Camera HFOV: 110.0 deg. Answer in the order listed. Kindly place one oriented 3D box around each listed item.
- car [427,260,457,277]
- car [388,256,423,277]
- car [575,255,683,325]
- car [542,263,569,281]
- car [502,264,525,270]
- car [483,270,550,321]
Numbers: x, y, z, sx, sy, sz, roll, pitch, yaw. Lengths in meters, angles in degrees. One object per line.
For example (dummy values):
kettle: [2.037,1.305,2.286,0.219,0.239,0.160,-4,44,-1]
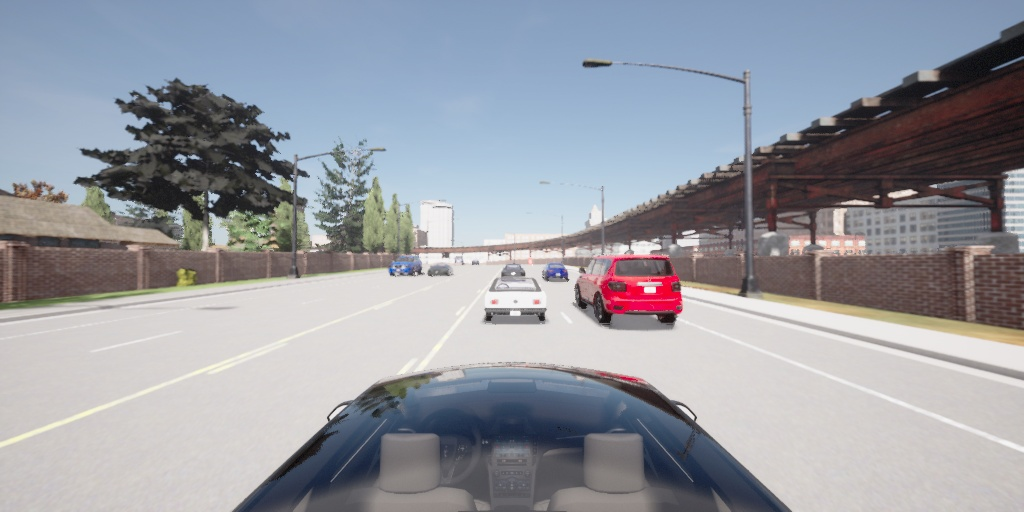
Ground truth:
car: [-7.084,1.330,35.730,1.994,1.385,4.181,0,0,0]
car: [-10.588,0.987,36.140,2.150,2.045,5.566,0,0,0]
car: [3.603,0.976,12.037,2.150,2.045,5.566,0,0,0]
car: [3.607,1.289,30.301,1.812,1.442,4.674,0,0,0]
car: [0.107,1.327,29.784,1.994,1.385,4.181,0,0,0]
car: [0.104,1.356,12.545,1.895,1.301,4.718,0,0,0]
